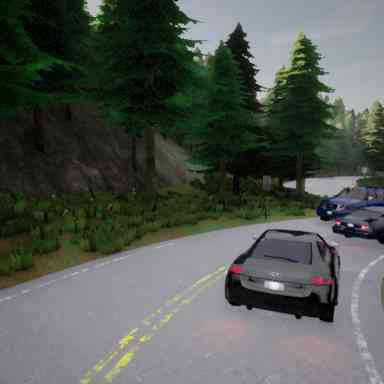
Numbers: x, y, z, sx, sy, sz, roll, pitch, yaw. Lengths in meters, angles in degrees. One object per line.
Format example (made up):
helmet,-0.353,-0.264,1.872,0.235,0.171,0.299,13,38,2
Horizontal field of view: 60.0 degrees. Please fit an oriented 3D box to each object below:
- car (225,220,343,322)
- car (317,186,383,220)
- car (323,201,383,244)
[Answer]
car,2.212,1.531,7.444,1.994,1.385,4.181,2,2,24
car,9.851,0.736,19.585,5.566,2.045,2.150,-1,5,-32
car,8.597,1.371,14.968,5.357,1.411,2.033,-1,5,-33
